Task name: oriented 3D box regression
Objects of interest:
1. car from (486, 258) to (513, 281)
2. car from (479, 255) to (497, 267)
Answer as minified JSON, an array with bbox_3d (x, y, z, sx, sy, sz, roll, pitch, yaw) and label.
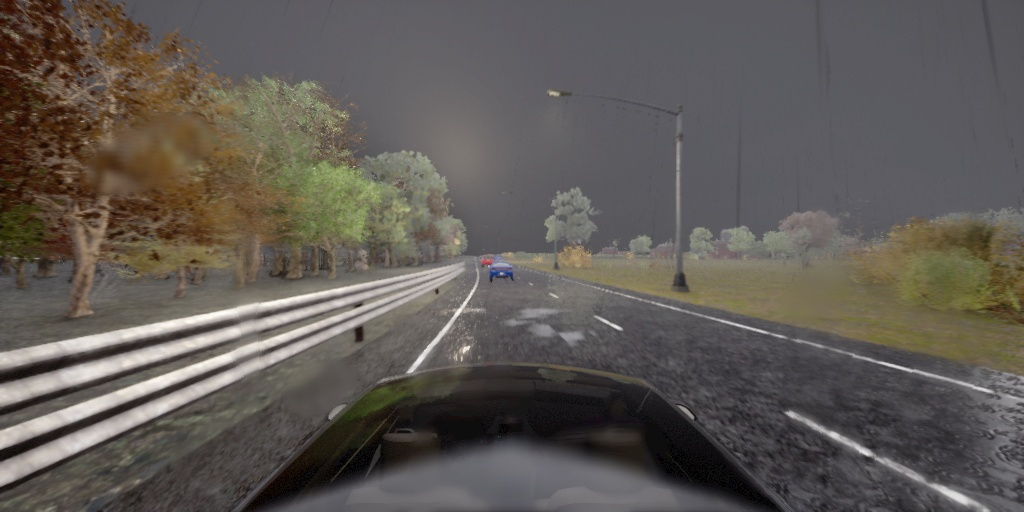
[{"bbox_3d":[-0.960,1.198,29.705,1.882,1.535,5.008,0,0,-4],"label":"car"},{"bbox_3d":[-4.221,0.895,62.558,2.150,2.045,5.566,0,0,-6],"label":"car"}]
